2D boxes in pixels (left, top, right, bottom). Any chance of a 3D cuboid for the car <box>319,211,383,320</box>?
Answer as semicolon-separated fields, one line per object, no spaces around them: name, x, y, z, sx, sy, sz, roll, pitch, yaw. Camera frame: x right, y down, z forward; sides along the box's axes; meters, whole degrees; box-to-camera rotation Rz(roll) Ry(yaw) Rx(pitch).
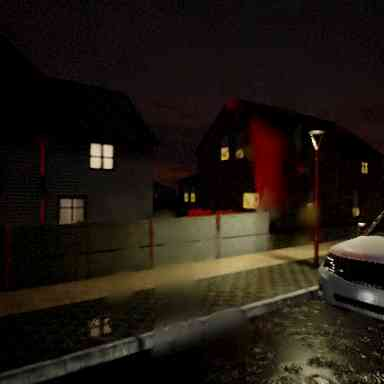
car;4.868;1.212;6.531;5.566;2.045;2.150;0;0;-35
